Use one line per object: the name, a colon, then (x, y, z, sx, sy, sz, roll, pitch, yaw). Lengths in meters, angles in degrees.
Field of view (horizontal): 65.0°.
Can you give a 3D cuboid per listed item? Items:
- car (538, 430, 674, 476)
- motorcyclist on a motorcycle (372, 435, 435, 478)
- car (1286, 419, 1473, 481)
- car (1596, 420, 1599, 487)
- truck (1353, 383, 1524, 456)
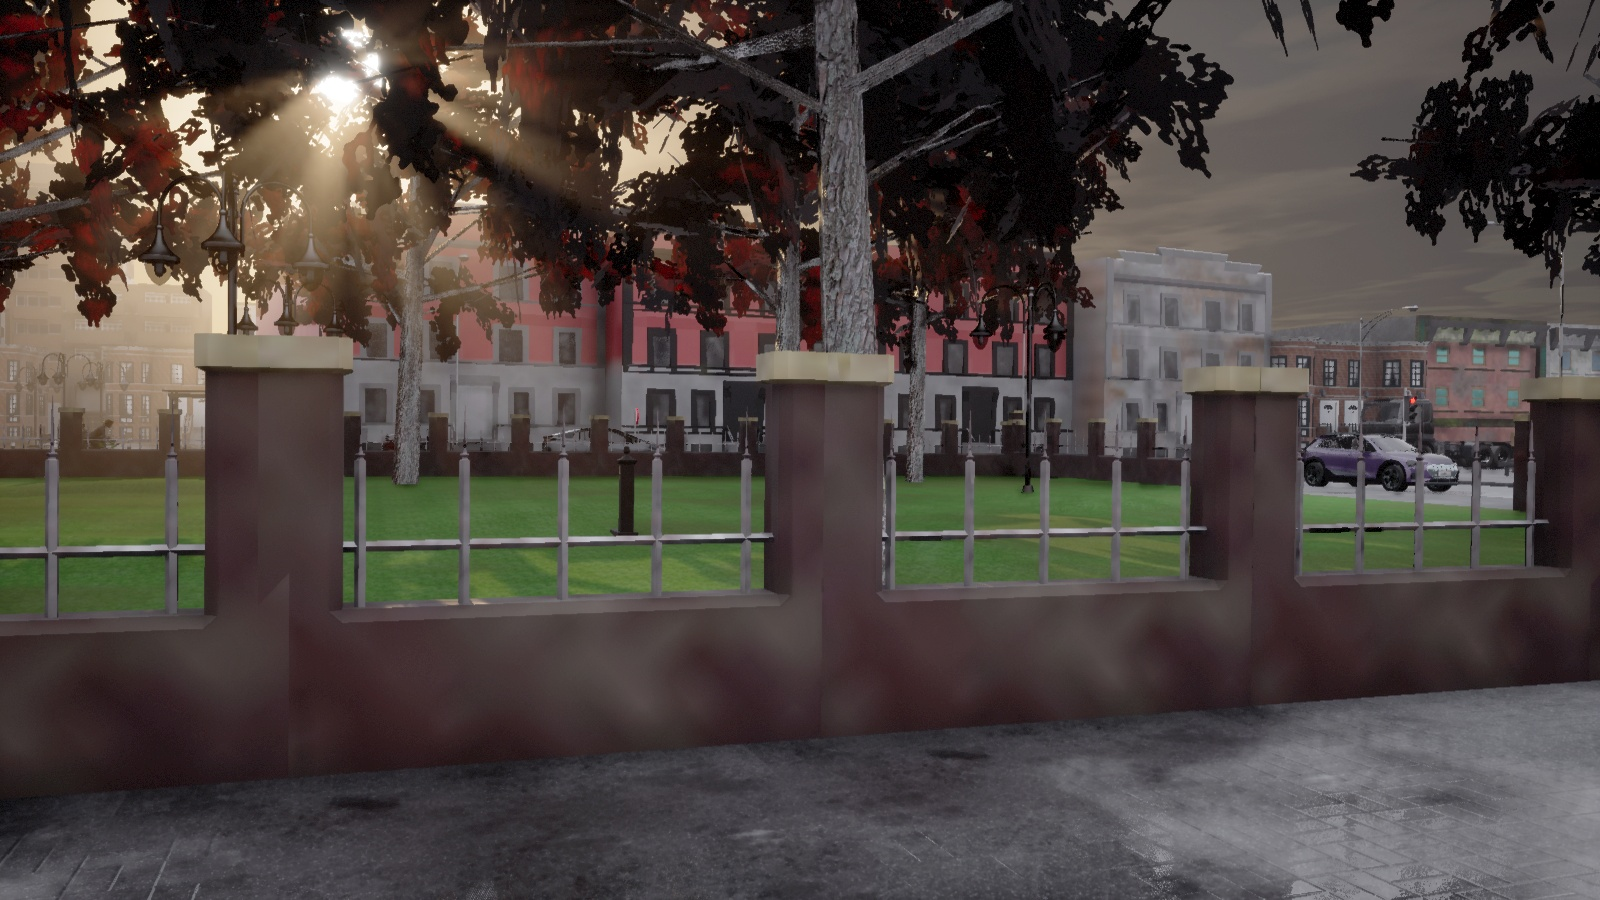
car: (-6.960, 0.089, 44.948, 4.514, 1.525, 2.007, -1, 1, -18)
motorcyclist on a motorcycle: (-14.696, 0.235, 46.509, 2.191, 1.530, 0.866, -1, 1, -19)
car: (16.602, -0.041, 36.265, 2.033, 1.649, 4.856, -1, 1, -21)
car: (19.865, 0.094, 26.833, 2.007, 1.525, 4.514, -1, 1, -21)
truck: (31.763, -1.543, 62.450, 7.936, 3.462, 2.891, -1, 1, -19)
